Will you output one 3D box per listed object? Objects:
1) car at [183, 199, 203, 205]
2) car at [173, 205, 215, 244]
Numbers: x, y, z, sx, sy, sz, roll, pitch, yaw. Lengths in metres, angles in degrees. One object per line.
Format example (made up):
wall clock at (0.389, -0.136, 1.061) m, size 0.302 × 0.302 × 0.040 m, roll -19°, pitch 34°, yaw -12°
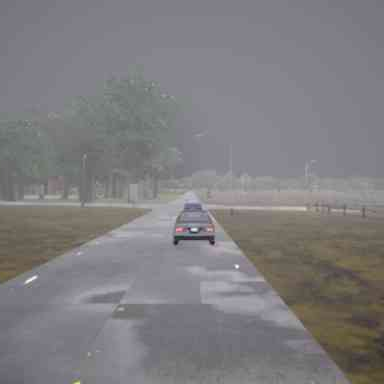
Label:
car at (0.092, 1.461, 34.408) m, size 1.882 × 1.535 × 5.008 m, roll 0°, pitch 0°, yaw 0°
car at (0.095, 1.546, 15.765) m, size 2.033 × 1.411 × 5.357 m, roll 0°, pitch 0°, yaw 0°
